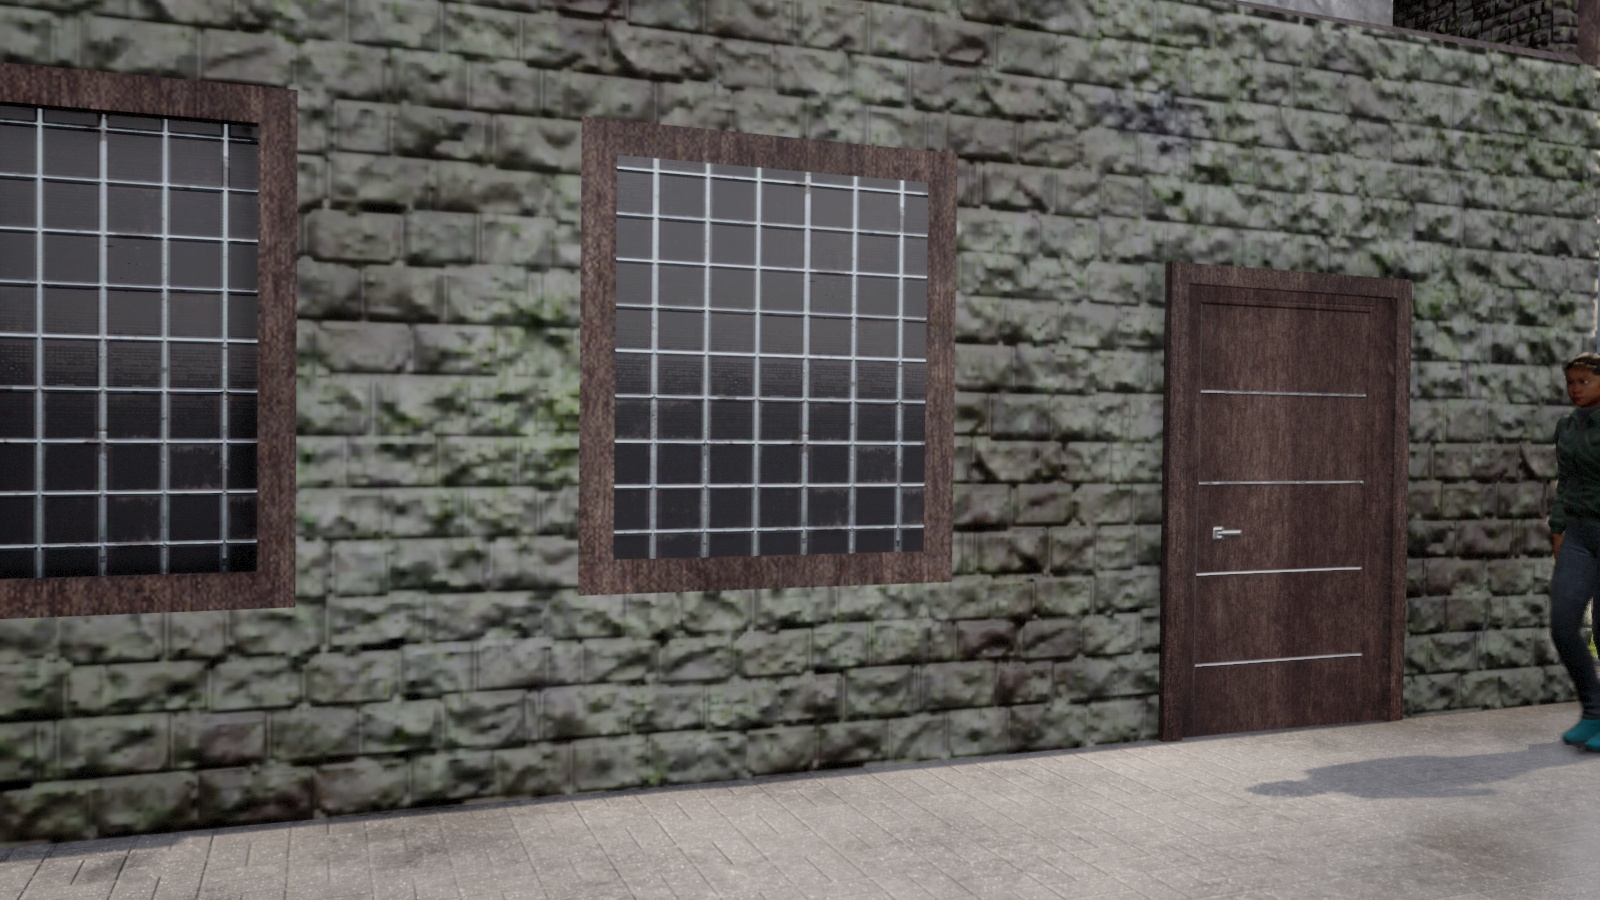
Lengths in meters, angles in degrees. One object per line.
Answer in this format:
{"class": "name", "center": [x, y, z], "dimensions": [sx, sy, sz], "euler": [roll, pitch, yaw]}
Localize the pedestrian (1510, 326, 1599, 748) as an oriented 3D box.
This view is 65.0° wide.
{"class": "pedestrian", "center": [3.637, 0.375, 5.736], "dimensions": [0.614, 1.847, 0.353], "euler": [-1, 1, -16]}
